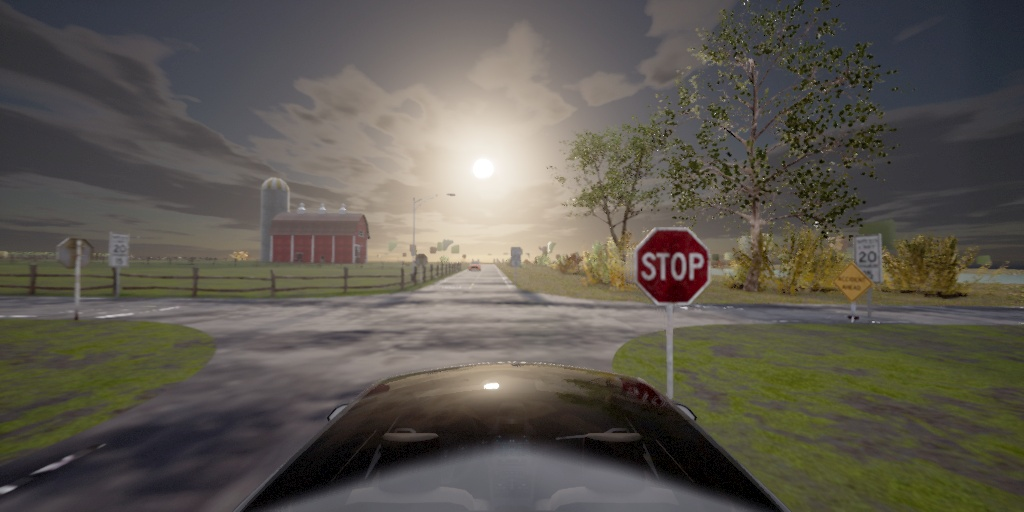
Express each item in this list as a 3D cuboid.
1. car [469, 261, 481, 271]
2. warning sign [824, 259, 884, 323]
[{"bbox_3d":[-6.648,1.719,64.488,2.097,1.767,4.553,0,0,-3],"label":"car"},{"bbox_3d":[10.822,1.120,11.370,1.060,1.860,1.300,0,0,-4],"label":"warning sign"}]
